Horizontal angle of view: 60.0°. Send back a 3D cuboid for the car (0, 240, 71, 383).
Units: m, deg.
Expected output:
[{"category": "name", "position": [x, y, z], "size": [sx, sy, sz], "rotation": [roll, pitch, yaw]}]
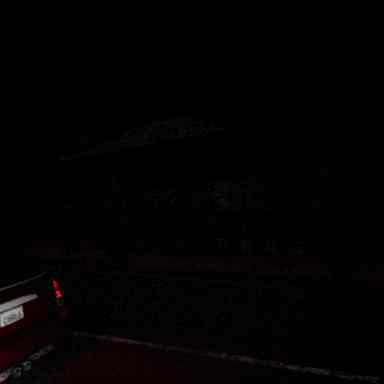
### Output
[{"category": "car", "position": [-3.955, 1.361, 4.266], "size": [4.553, 1.767, 2.097], "rotation": [0, 0, 19]}]
